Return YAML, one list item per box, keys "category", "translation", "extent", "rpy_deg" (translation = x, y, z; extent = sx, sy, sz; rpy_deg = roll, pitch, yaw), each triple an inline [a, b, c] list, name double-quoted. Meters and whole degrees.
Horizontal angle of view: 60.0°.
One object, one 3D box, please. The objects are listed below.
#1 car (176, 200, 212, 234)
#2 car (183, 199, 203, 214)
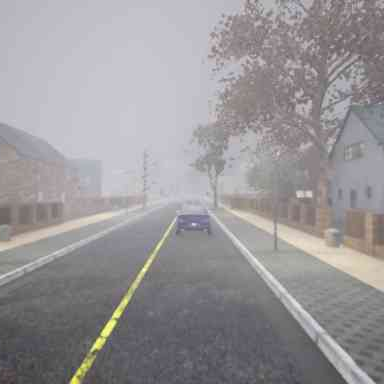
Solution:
- category: "car"
  translation: [0.102, 1.485, 19.275]
  extent: [1.882, 1.535, 5.008]
  rpy_deg: [0, 0, 0]
- category: "car"
  translation: [0.099, 1.565, 37.472]
  extent: [2.033, 1.411, 5.357]
  rpy_deg: [0, 0, 0]
